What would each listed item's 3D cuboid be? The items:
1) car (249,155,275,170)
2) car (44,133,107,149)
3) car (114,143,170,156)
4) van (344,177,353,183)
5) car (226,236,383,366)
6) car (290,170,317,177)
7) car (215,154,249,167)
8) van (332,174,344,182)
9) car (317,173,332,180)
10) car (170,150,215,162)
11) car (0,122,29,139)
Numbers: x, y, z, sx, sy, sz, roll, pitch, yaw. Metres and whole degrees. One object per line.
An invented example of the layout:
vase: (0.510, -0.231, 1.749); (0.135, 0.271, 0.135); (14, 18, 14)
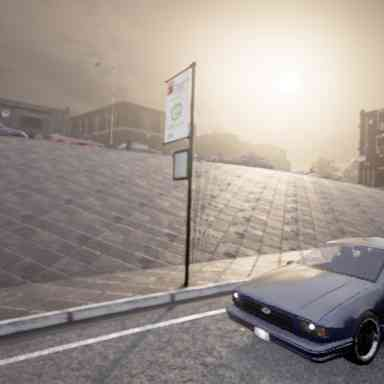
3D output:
car: (7.840, -3.180, 40.405); (5.566, 2.045, 2.435); (3, -1, -42)
car: (-8.967, -3.695, 25.935); (4.792, 1.488, 2.163); (2, -1, -38)
car: (-4.674, -3.501, 29.399); (4.674, 1.452, 2.002); (2, -1, -39)
van: (27.091, -1.720, 60.396); (1.878, 1.987, 4.442); (1, -3, 42)
car: (3.207, 1.553, 5.927); (5.357, 1.411, 2.033); (0, 0, -32)
car: (15.704, -2.382, 48.126); (2.002, 1.452, 4.674); (1, -2, 45)
car: (3.699, -3.280, 36.619); (4.553, 1.767, 2.185); (3, -1, -41)
van: (23.421, -2.047, 56.261); (1.878, 1.987, 4.442); (1, -2, 43)
car: (19.543, -2.096, 52.115); (2.002, 1.452, 4.674); (1, -2, 44)
car: (-0.529, -3.360, 32.891); (4.892, 1.521, 2.231); (2, -1, -40)
car: (-13.486, -4.042, 22.429); (4.553, 1.767, 2.185); (2, -1, -36)
